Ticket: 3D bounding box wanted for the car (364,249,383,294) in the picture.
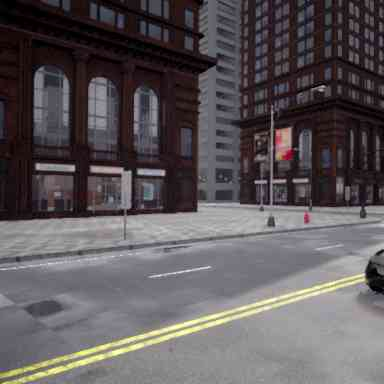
[{"bbox_3d":[5.829,1.573,7.617,4.181,1.385,1.994,0,0,-35],"label":"car"}]
